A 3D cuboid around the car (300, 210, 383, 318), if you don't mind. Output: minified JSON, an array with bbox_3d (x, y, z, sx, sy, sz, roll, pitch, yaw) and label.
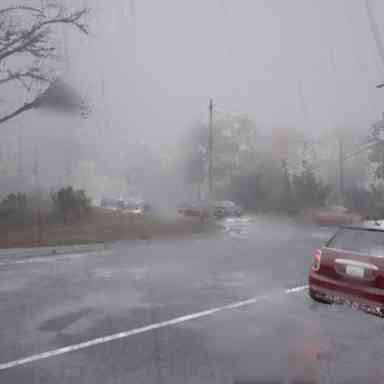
[{"bbox_3d":[4.497,1.349,6.819,4.553,1.767,2.097,0,0,-35],"label":"car"}]

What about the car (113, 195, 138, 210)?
[{"bbox_3d":[-8.509,1.418,44.192,2.097,1.767,4.553,0,0,-27],"label":"car"}]

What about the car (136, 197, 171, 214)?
[{"bbox_3d":[-3.867,1.503,35.457,2.128,1.511,4.902,0,0,-29],"label":"car"}]

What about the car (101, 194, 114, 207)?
[{"bbox_3d":[-13.500,1.390,54.472,2.150,2.045,5.566,0,-1,-24],"label":"car"}]

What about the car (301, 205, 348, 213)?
[{"bbox_3d":[9.148,1.553,21.453,1.994,1.385,4.181,0,0,-40],"label":"car"}]

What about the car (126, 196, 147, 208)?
[{"bbox_3d":[-8.826,1.481,52.635,2.097,1.767,4.553,0,0,-25],"label":"car"}]

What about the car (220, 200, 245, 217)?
[{"bbox_3d":[2.849,1.495,30.718,1.837,1.490,4.892,0,0,-30],"label":"car"}]

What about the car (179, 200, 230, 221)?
[{"bbox_3d":[0.746,1.591,27.360,1.895,1.301,4.718,0,0,-30],"label":"car"}]
